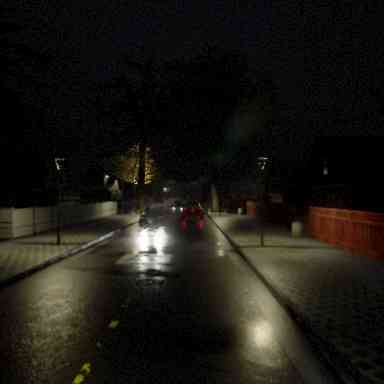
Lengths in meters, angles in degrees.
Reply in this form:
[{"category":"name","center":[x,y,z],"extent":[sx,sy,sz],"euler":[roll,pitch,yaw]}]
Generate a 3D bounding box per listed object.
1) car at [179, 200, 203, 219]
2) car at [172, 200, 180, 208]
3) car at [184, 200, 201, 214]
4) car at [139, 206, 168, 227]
[{"category":"car","center":[0.074,1.784,34.106],"extent":[2.097,1.767,4.553],"euler":[0,-1,0]},{"category":"car","center":[-2.796,2.324,65.818],"extent":[1.837,1.490,4.892],"euler":[0,-1,0]},{"category":"car","center":[0.062,1.913,44.559],"extent":[2.097,1.767,4.553],"euler":[0,-1,0]},{"category":"car","center":[-2.864,1.815,25.410],"extent":[2.128,1.511,4.902],"euler":[0,-1,0]}]
